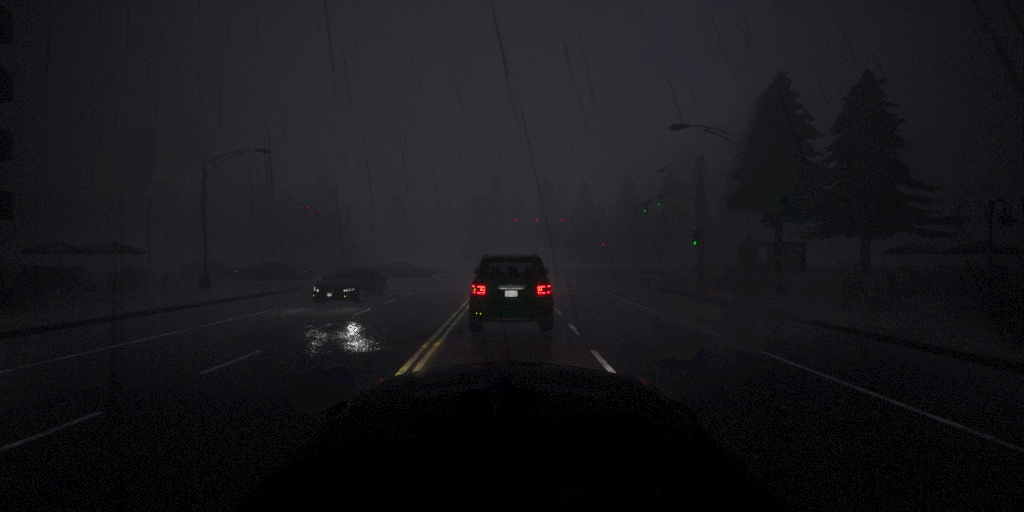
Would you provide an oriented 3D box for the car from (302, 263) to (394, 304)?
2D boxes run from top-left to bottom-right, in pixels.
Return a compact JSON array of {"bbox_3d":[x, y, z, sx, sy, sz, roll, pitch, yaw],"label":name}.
[{"bbox_3d":[-7.154,1.255,16.339,1.837,1.490,4.892,1,0,-2],"label":"car"}]

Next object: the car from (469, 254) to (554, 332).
[{"bbox_3d":[-0.018,0.971,11.060,2.150,2.045,5.566,0,0,0],"label":"car"}]

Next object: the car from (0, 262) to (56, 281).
[{"bbox_3d":[-36.466,1.172,26.685,5.008,1.535,1.882,0,0,-6],"label":"car"}]

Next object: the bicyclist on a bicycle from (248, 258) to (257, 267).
[{"bbox_3d":[-30.088,0.995,41.582,0.582,1.620,1.656,0,0,0],"label":"bicyclist on a bicycle"}]

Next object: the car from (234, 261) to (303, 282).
[{"bbox_3d":[-17.649,1.172,27.194,5.008,1.535,1.882,0,0,-1],"label":"car"}]

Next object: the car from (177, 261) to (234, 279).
[{"bbox_3d":[-25.564,1.199,30.580,4.892,1.490,1.837,0,0,-1],"label":"car"}]

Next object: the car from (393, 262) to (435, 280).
[{"bbox_3d":[-9.376,1.260,30.768,5.357,1.411,2.033,0,0,0],"label":"car"}]

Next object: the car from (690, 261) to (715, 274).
[{"bbox_3d":[21.507,1.220,38.202,4.674,1.442,1.812,0,0,0],"label":"car"}]

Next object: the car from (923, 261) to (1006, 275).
[{"bbox_3d":[42.817,1.186,33.635,4.902,1.511,2.128,0,0,13],"label":"car"}]

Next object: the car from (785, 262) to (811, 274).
[{"bbox_3d":[30.612,1.295,38.206,4.718,1.301,1.895,0,0,1],"label":"car"}]

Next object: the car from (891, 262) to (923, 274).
[{"bbox_3d":[40.840,1.295,37.569,4.718,1.301,1.895,0,0,9],"label":"car"}]

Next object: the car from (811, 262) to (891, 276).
[{"bbox_3d":[32.705,1.242,34.701,5.357,1.411,2.033,0,0,1],"label":"car"}]

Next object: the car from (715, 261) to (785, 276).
[{"bbox_3d":[22.954,1.186,34.707,4.902,1.511,2.128,0,0,0],"label":"car"}]
